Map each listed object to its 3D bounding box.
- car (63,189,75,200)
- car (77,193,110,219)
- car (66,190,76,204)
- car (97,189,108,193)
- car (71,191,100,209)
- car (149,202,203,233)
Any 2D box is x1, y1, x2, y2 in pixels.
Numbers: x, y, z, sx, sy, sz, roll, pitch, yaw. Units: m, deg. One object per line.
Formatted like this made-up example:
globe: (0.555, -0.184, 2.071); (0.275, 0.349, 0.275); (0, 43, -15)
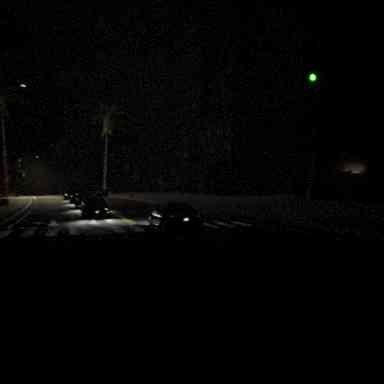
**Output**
car: (-18.701, 0.339, 51.311); (2.097, 1.767, 4.553); (-1, 1, -25)
car: (-7.232, 1.044, 24.494); (1.837, 1.490, 4.892); (0, 1, -21)
car: (-14.447, 0.744, 42.094); (1.994, 1.385, 4.181); (0, 1, -23)
car: (-17.304, 0.231, 63.185); (2.128, 1.511, 4.902); (-1, 1, -27)
car: (-10.624, 0.930, 33.054); (1.994, 1.385, 4.181); (0, 1, -22)
car: (-0.974, 1.238, 17.641); (1.994, 1.385, 4.181); (0, 1, -20)
